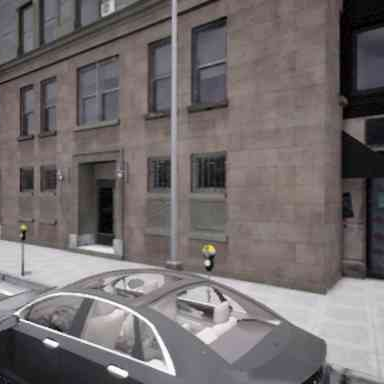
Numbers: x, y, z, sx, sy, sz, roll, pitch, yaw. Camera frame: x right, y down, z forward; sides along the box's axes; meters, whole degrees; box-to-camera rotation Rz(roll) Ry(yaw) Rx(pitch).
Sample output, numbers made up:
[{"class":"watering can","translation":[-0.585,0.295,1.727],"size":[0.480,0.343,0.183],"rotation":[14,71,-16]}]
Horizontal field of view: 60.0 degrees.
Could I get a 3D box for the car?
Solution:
[{"class":"car","translation":[-0.802,1.552,3.650],"size":[4.403,1.369,2.008],"rotation":[0,0,36]}]
